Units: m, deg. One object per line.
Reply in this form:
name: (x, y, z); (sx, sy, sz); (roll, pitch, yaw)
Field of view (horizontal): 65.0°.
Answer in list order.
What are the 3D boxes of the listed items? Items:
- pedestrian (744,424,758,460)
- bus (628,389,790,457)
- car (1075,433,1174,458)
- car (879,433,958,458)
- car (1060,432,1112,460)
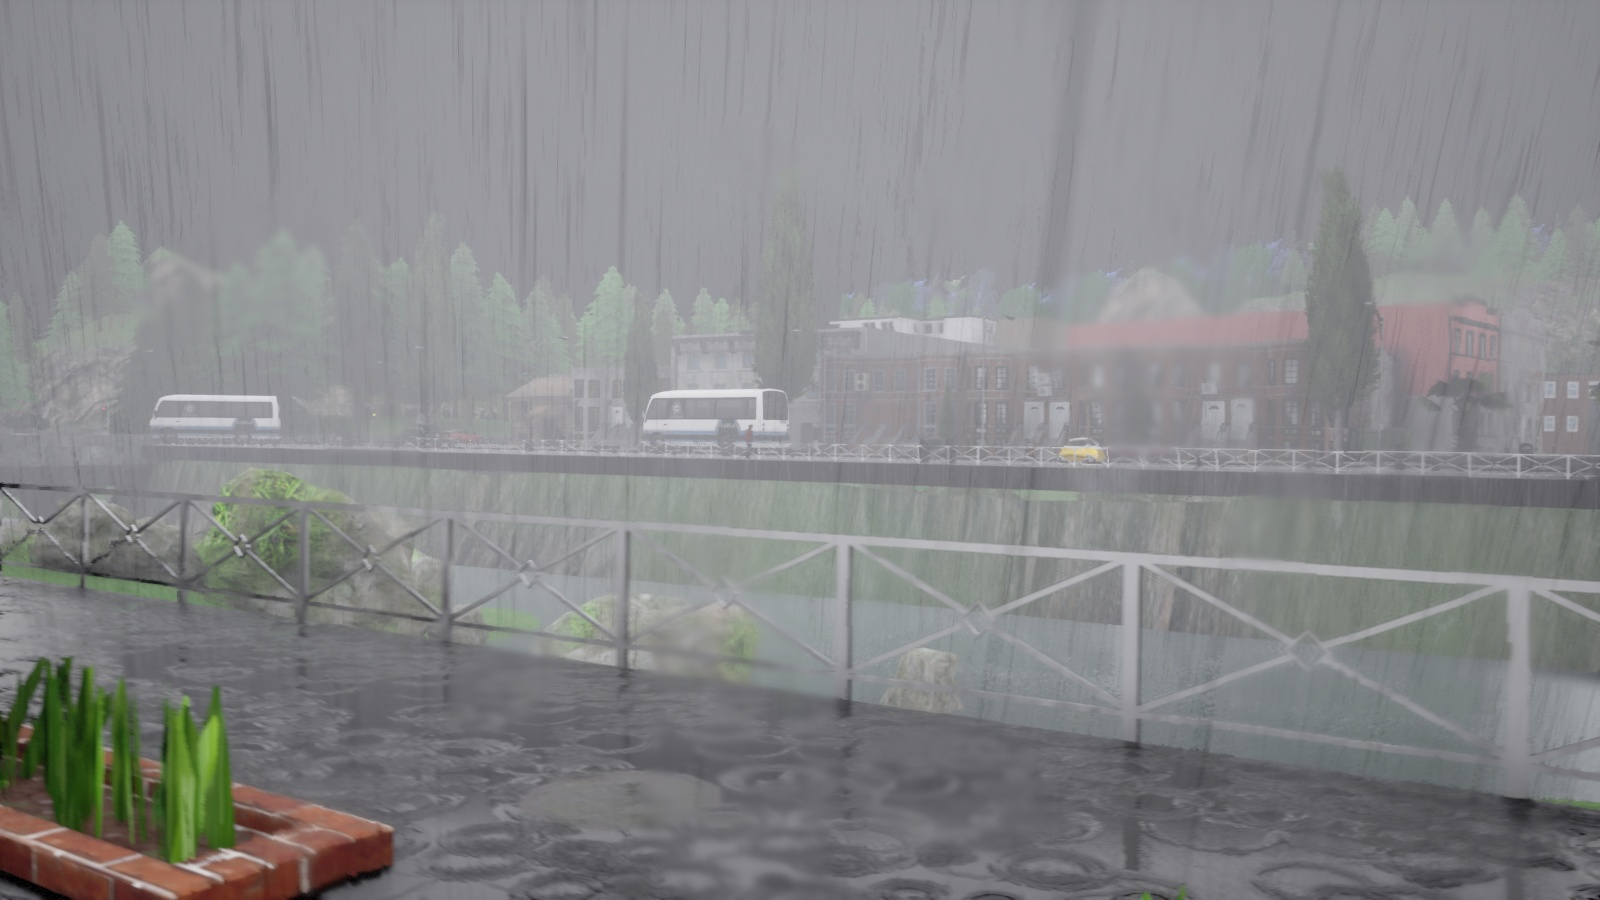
pedestrian: (-2.546, -0.428, 65.383); (0.636, 1.846, 0.331); (0, 1, 34)
bus: (-6.061, -1.713, 82.244); (10.273, 4.253, 3.944); (0, 1, 34)
car: (17.245, -0.236, 66.798); (4.718, 1.301, 1.895); (0, 1, 34)
car: (6.940, -0.273, 73.640); (4.181, 1.385, 1.994); (0, 1, 34)
car: (14.536, -0.216, 63.796); (2.207, 1.376, 1.481); (0, 1, 34)
